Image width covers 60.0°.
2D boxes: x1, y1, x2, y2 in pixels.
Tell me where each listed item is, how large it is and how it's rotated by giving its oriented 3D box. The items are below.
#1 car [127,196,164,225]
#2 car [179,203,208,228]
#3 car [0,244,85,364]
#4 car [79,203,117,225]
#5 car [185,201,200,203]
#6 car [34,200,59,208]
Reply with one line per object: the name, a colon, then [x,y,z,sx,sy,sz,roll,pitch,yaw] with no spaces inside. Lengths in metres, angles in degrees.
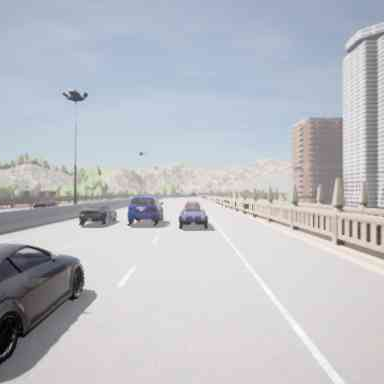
car: [-3.413,1.324,25.088,2.150,2.045,5.566,0,0,0]
car: [0.089,1.694,22.951,1.895,1.301,4.718,0,0,0]
car: [-3.403,1.588,5.831,1.994,1.385,4.181,0,0,0]
car: [-6.914,1.606,24.831,1.837,1.490,4.892,0,0,0]
car: [0.056,1.728,40.411,1.994,1.385,4.181,0,0,0]
car: [-21.145,1.799,48.454,1.895,1.301,4.718,0,0,-1]
